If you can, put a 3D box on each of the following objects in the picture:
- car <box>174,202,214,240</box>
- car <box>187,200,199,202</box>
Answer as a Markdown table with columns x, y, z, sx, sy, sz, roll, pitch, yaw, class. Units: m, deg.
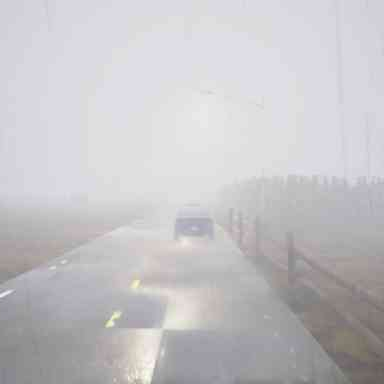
| x | y | z | sx | sy | sz | roll | pitch | yaw | class |
| --- | --- | --- | --- | --- | --- | --- | --- | --- | --- |
| 0.099 | 1.498 | 17.299 | 1.882 | 1.535 | 5.008 | 0 | 0 | 0 | car |
| 0.096 | 1.633 | 37.679 | 2.128 | 1.511 | 4.902 | 0 | -1 | 0 | car |
